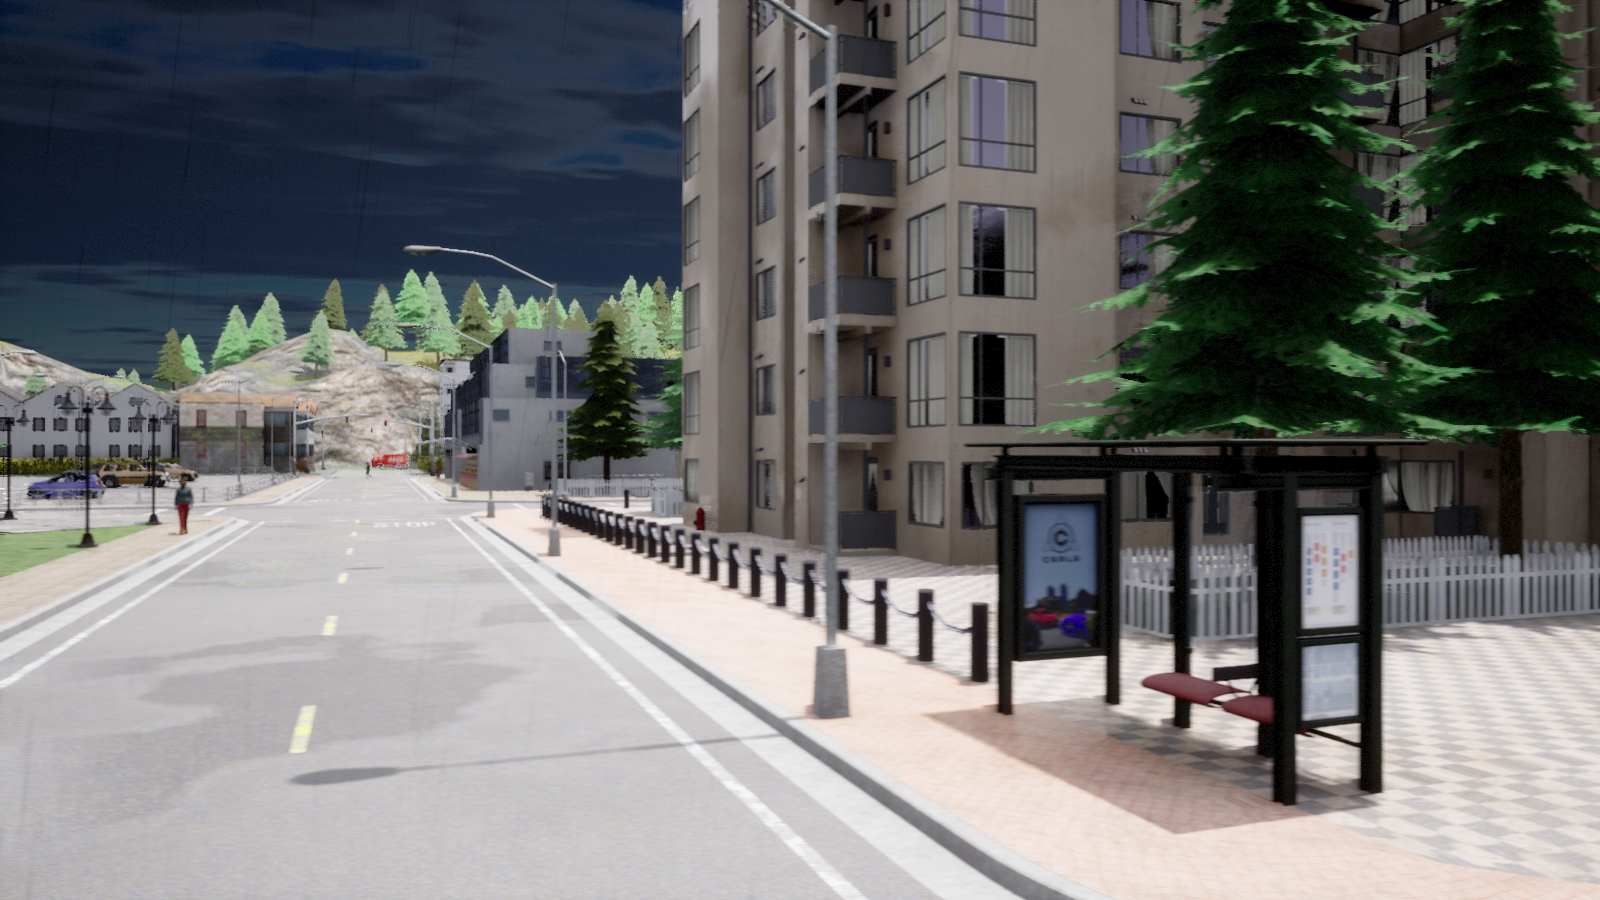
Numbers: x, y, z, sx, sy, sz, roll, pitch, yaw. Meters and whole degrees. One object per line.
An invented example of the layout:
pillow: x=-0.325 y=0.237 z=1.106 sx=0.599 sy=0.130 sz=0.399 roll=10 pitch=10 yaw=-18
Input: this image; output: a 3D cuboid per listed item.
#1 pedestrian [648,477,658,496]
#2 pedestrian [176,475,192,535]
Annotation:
pedestrian: x=-8.835 y=2.186 z=68.615 sx=0.500 sy=1.100 sz=0.500 roll=0 pitch=0 yaw=-17
pedestrian: x=-19.533 y=1.737 z=36.223 sx=0.375 sy=1.860 sz=0.375 roll=0 pitch=0 yaw=-19
